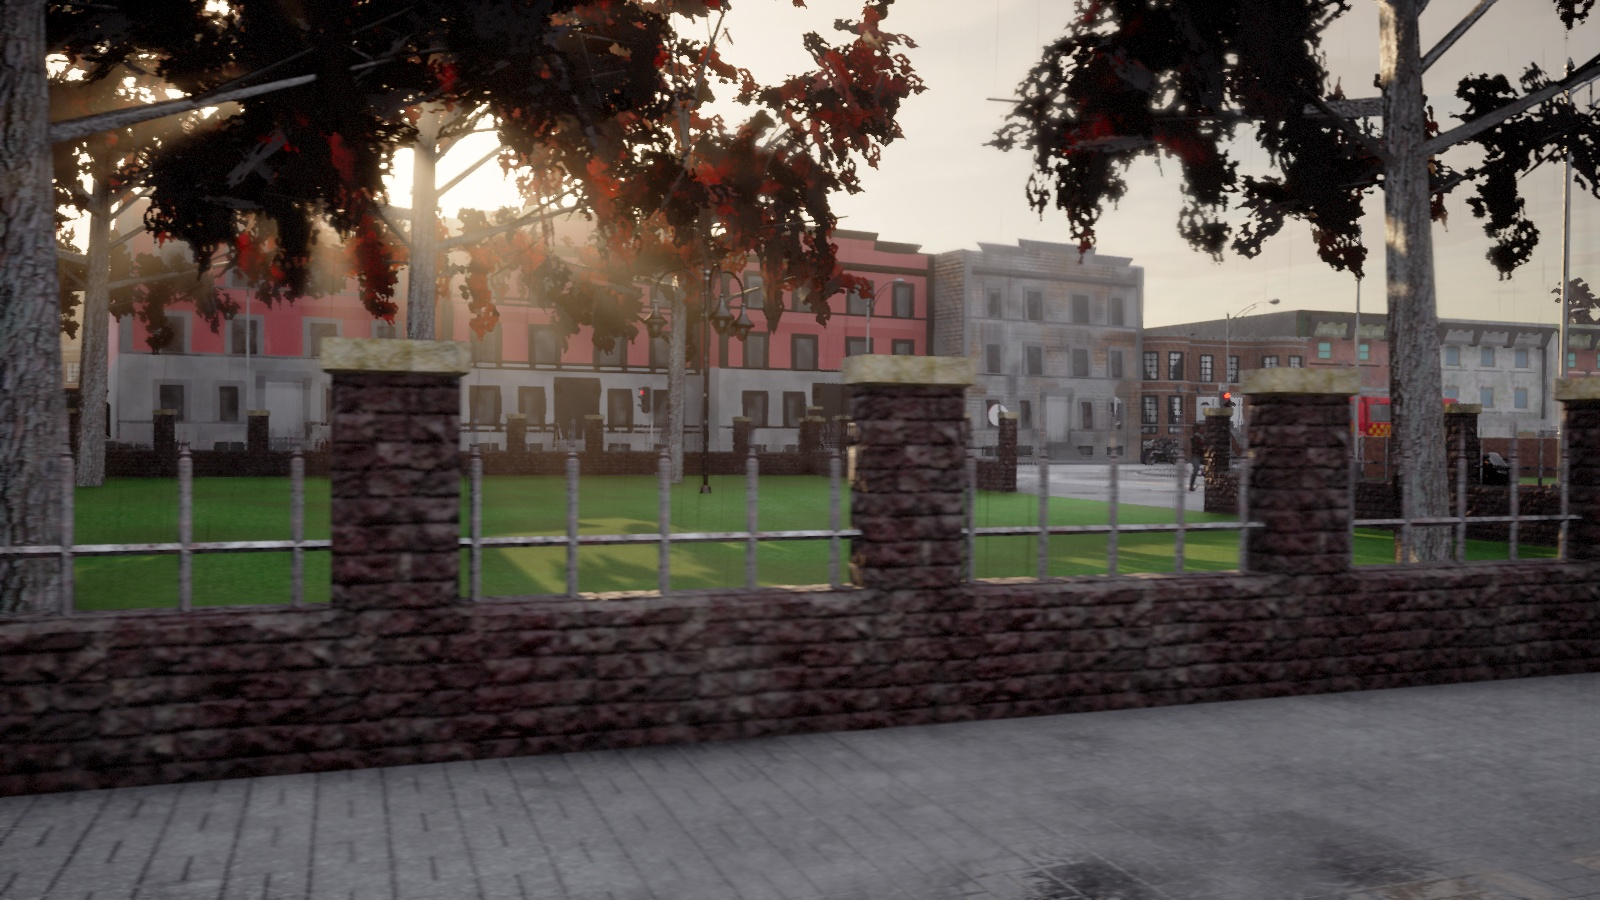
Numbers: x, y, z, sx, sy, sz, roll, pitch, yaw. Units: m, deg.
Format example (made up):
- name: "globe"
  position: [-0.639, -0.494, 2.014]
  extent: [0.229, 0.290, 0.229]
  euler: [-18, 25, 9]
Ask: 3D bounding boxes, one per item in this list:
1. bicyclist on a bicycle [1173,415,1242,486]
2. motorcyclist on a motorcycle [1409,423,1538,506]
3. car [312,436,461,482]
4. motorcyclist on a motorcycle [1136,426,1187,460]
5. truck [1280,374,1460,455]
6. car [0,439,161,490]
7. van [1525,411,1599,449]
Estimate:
- name: "bicyclist on a bicycle"
  position: [10.472, -0.001, 32.324]
  extent: [0.659, 1.776, 1.843]
  euler: [-1, 1, -21]
- name: "motorcyclist on a motorcycle"
  position: [13.216, 0.257, 24.724]
  extent: [0.866, 1.530, 2.191]
  euler: [-1, 1, -22]
- name: "car"
  position: [-13.998, 0.284, 42.590]
  extent: [4.674, 1.442, 1.812]
  euler: [-1, 1, -19]
- name: "motorcyclist on a motorcycle"
  position: [16.673, -0.340, 57.939]
  extent: [2.191, 1.530, 0.866]
  euler: [-1, 1, -20]
- name: "truck"
  position: [28.191, -1.751, 62.094]
  extent: [8.468, 3.827, 2.891]
  euler: [-1, 1, -20]
- name: "car"
  position: [-22.903, 0.426, 39.353]
  extent: [4.892, 1.490, 1.837]
  euler: [-1, 1, -20]
- name: "van"
  position: [40.969, -1.066, 66.705]
  extent: [4.442, 1.987, 1.775]
  euler: [-1, 1, -20]
